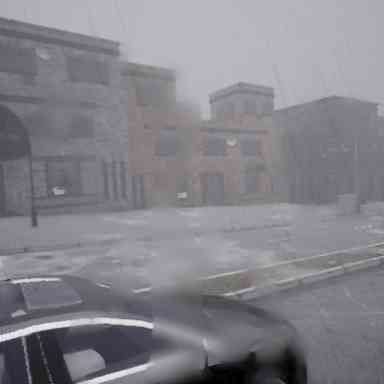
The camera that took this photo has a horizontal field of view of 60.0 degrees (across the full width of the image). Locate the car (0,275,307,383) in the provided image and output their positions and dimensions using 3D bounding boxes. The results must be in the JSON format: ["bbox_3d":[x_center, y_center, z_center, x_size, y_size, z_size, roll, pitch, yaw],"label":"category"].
[{"bbox_3d":[-1.082,1.491,2.667,4.902,1.511,2.128,0,0,-35],"label":"car"}]
